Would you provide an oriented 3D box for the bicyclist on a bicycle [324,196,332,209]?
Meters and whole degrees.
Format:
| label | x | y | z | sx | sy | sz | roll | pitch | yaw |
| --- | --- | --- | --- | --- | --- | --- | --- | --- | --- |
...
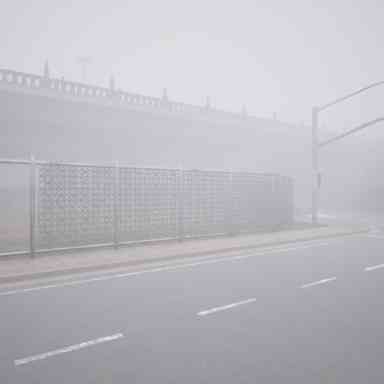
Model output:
| label | x | y | z | sx | sy | sz | roll | pitch | yaw |
| --- | --- | --- | --- | --- | --- | --- | --- | --- | --- |
| bicyclist on a bicycle | 17.734 | 1.356 | 43.314 | 1.656 | 1.620 | 0.582 | 0 | 0 | -36 |

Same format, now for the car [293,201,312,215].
| label | x | y | z | sx | sy | sz | roll | pitch | yaw |
| --- | --- | --- | --- | --- | --- | --- | --- | --- | --- |
| car | 10.462 | 1.619 | 34.610 | 1.994 | 1.385 | 4.181 | 0 | 0 | -36 |
